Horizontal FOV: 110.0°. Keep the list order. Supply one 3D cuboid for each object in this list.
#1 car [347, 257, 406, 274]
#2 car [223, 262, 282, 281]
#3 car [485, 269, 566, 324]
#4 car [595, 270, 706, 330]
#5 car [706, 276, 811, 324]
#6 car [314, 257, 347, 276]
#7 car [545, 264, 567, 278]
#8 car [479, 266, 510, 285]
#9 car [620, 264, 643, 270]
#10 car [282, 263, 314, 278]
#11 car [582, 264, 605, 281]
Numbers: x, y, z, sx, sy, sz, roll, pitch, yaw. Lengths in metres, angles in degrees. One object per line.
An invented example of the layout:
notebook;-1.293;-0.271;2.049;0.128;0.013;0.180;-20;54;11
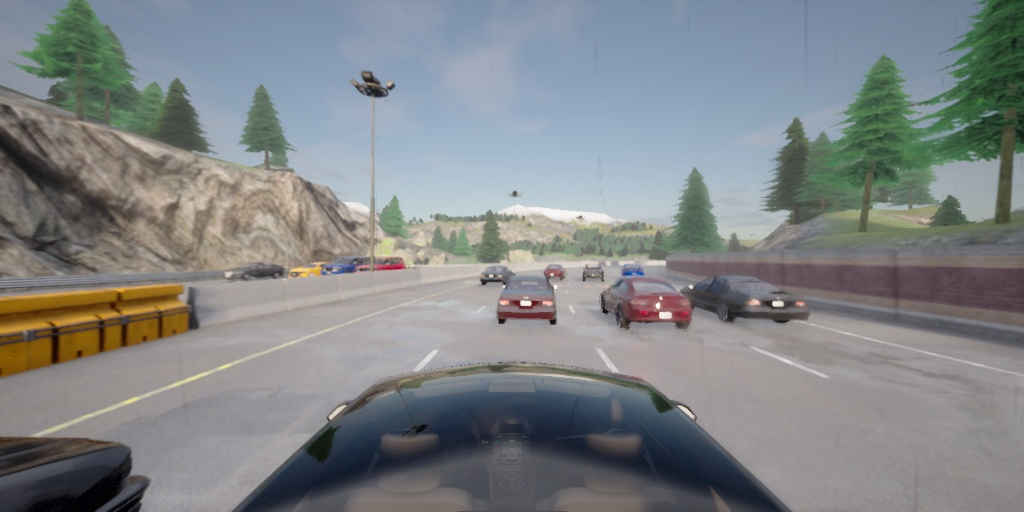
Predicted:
car;-11.148;1.078;30.695;2.150;2.045;5.566;0;0;12
car;-21.812;1.297;30.538;2.128;1.511;4.902;0;0;11
car;0.580;1.358;12.340;2.033;1.411;5.357;0;0;5
car;4.041;1.347;11.370;1.812;1.442;4.674;0;0;4
car;7.609;1.392;12.458;2.033;1.411;5.357;0;0;5
car;-14.447;1.070;31.988;2.150;2.045;5.566;0;0;12
car;4.017;1.468;33.538;1.812;1.442;4.674;0;0;13
car;-0.978;1.431;27.044;2.033;1.411;5.357;0;0;11
car;11.449;1.460;34.383;1.882;1.535;5.008;0;0;14
car;-17.851;1.314;32.700;1.882;1.535;5.008;0;0;12
car;7.396;1.445;32.633;2.128;1.511;4.902;0;0;13
